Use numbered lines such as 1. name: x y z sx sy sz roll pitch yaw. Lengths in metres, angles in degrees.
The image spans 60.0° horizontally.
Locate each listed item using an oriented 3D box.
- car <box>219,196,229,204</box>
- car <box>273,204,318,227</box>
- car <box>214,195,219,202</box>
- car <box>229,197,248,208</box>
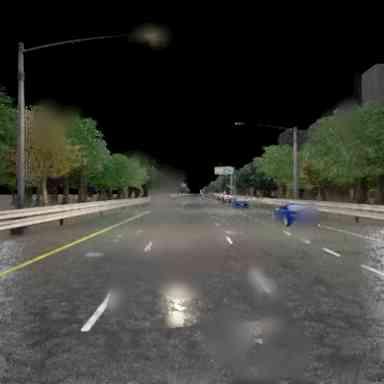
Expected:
1. car: 7.262 1.709 70.428 1.812 1.442 4.674 0 0 0
2. car: 7.026 1.542 23.067 1.882 1.535 5.008 0 0 0
3. car: 7.396 1.709 86.402 1.882 1.535 5.008 0 0 1
4. car: 7.128 1.617 49.732 1.882 1.535 5.008 0 0 0
